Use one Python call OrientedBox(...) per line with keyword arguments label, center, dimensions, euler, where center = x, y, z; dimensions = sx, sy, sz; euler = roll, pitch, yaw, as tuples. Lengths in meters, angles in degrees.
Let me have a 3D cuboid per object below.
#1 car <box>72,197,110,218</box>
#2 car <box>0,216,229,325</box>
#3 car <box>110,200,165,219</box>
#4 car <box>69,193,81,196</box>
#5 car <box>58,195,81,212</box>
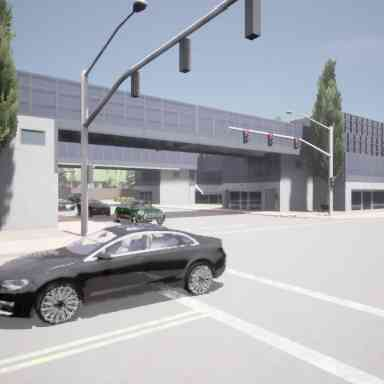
OrientedBox(label="car", center=(-9.220, 1.478, 31.038), dimensions=(1.882, 1.535, 5.008), euler=(0, 0, -36))
OrientedBox(label="car", center=(-1.473, 1.491, 7.143), dimensions=(4.902, 1.511, 2.128), euler=(0, 0, -33))
OrientedBox(label="car", center=(-3.771, 1.352, 23.552), dimensions=(2.097, 1.767, 4.553), euler=(0, 0, -36))
OrientedBox(label="car", center=(-20.879, 1.223, 59.278), dimensions=(2.150, 2.045, 5.566), euler=(0, 0, -36))
OrientedBox(label="car", center=(-15.311, 1.491, 39.412), dimensions=(2.128, 1.511, 4.902), euler=(0, 0, -36))
